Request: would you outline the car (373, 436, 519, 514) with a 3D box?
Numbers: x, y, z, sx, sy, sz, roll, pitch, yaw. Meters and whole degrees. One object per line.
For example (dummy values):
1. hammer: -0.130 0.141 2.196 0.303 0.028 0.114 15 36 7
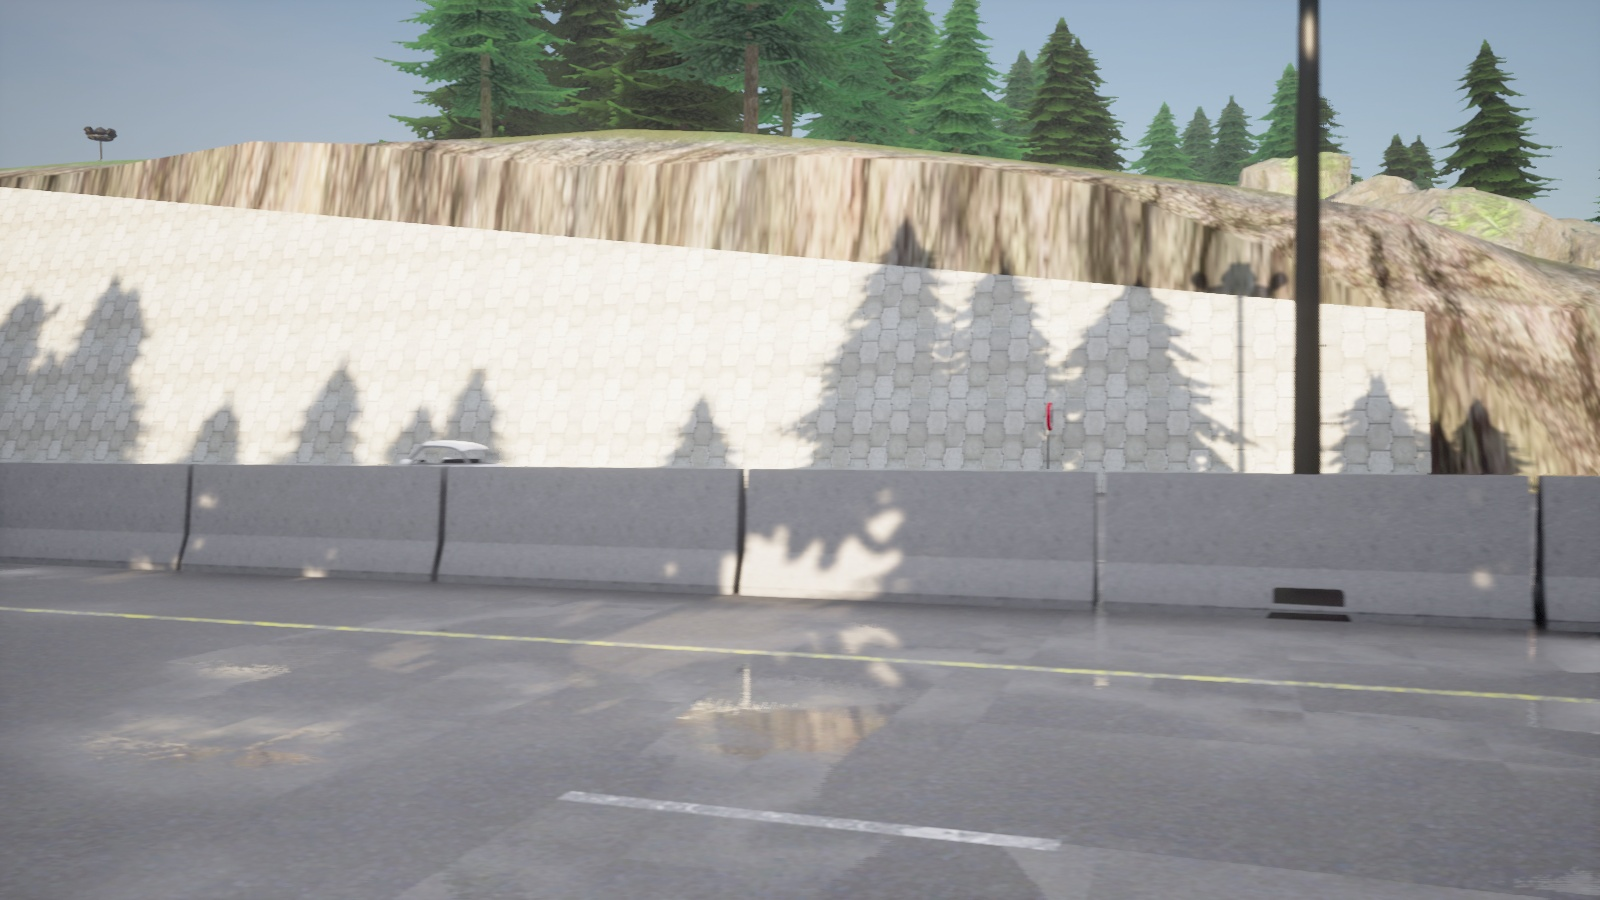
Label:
1. car: -6.729 0.449 23.922 2.207 1.376 1.481 1 1 19
